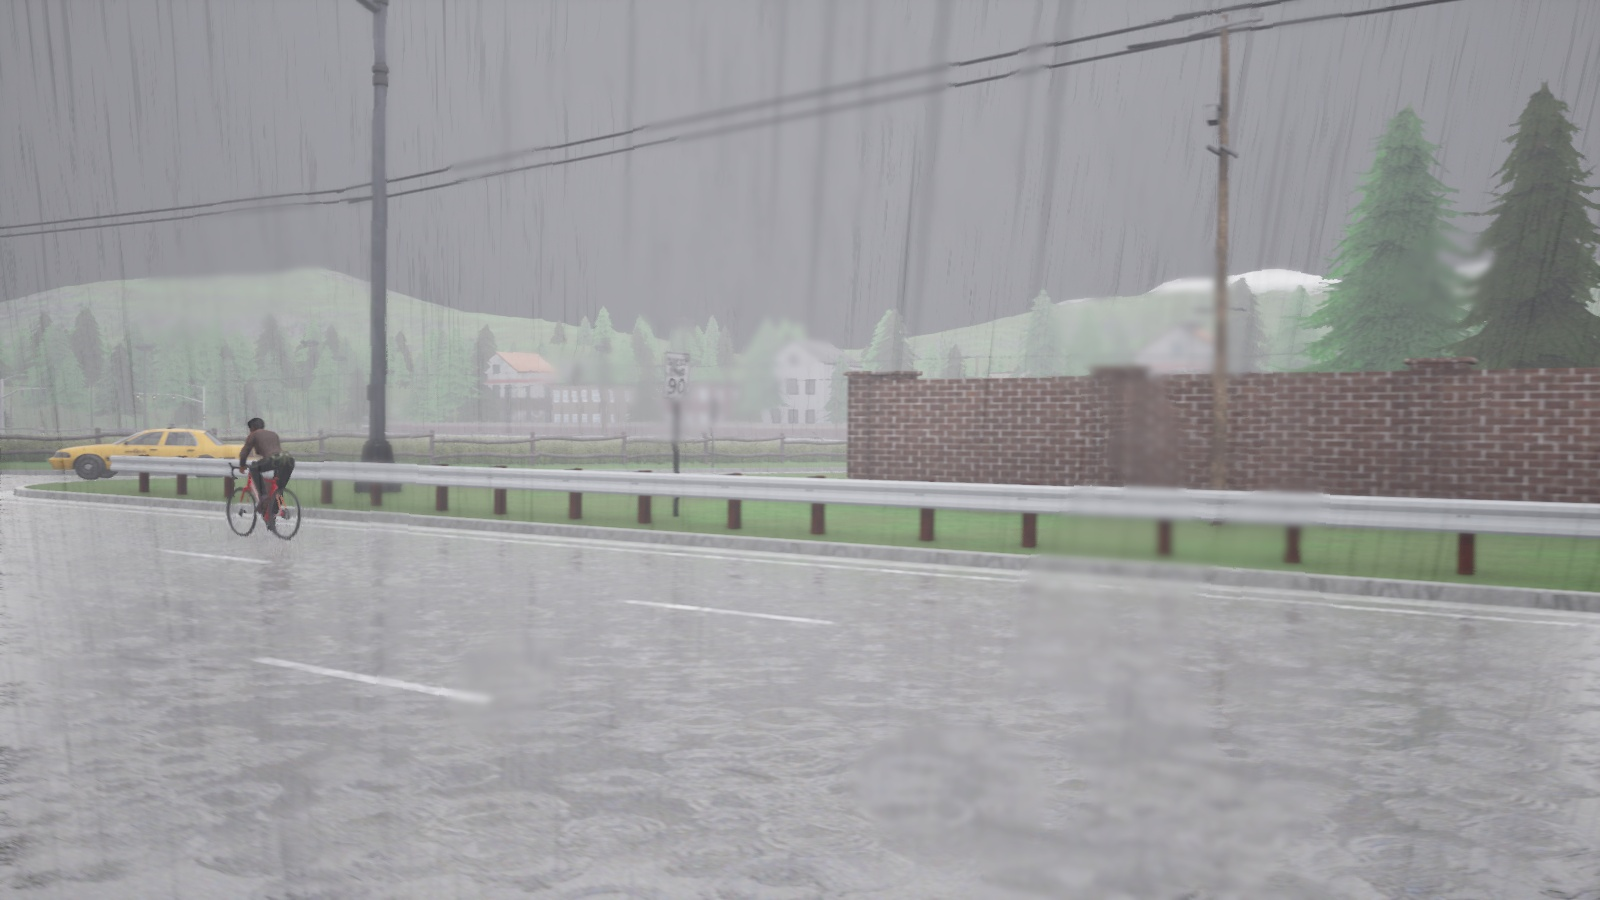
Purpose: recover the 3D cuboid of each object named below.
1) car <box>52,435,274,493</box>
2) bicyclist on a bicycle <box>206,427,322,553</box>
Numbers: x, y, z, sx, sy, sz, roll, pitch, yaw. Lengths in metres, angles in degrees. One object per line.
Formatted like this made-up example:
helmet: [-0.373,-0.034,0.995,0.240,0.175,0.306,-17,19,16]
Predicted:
car: [-17.909,0.355,35.574,5.366,1.575,1.801,0,1,-15]
bicyclist on a bicycle: [-7.171,0.520,16.789,1.656,1.620,0.582,-1,1,34]
